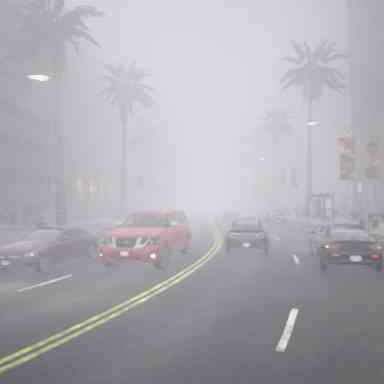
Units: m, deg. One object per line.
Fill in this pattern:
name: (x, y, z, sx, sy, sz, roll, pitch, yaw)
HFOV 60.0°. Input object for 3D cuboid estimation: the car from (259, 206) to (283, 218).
car: (10.886, 2.767, 46.226, 2.231, 1.521, 4.892, -1, -2, 2)

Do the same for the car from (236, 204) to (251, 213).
car: (11.908, 3.571, 75.572, 2.185, 1.767, 4.553, -1, -2, 2)

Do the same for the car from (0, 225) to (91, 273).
car: (-5.322, 2.066, 12.890, 1.812, 1.442, 4.674, -1, -2, 16)

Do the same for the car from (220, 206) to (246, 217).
car: (3.961, 2.533, 34.262, 2.128, 1.511, 4.902, -1, -2, 2)

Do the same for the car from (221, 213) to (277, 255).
car: (2.611, 1.956, 15.607, 2.128, 1.511, 4.902, -1, -2, 11)

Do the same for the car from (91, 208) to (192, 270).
car: (-1.533, 1.699, 13.359, 2.150, 2.045, 5.566, -1, -2, 13)

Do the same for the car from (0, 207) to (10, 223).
car: (-24.257, 2.835, 39.920, 2.435, 2.045, 5.566, -1, -2, 2)

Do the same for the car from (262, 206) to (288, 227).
car: (7.292, 2.331, 30.143, 2.128, 1.511, 4.902, -1, -2, 3)

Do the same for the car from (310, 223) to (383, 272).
car: (5.328, 1.813, 11.850, 1.812, 1.442, 4.674, -1, -2, 15)
